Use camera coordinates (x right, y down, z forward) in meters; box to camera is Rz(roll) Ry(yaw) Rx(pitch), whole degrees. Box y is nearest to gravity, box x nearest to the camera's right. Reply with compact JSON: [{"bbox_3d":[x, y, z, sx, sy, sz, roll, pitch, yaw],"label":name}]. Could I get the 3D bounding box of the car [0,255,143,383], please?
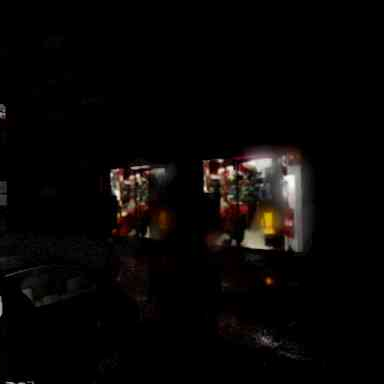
[{"bbox_3d":[-2.656,1.593,4.783,4.403,1.369,2.008,-1,-1,35],"label":"car"}]
